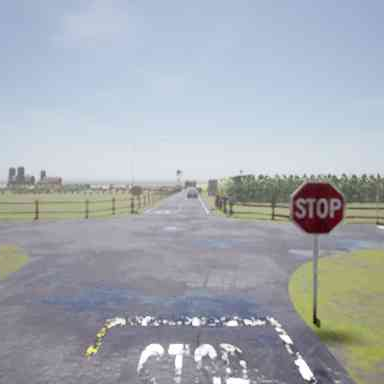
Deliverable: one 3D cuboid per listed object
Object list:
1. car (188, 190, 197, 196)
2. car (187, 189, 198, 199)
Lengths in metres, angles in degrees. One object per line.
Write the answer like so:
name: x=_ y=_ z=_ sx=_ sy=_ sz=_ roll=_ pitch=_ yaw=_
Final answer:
car: x=0.107 y=0.201 z=74.404 sx=2.033 sy=1.411 sz=5.357 roll=0 pitch=1 yaw=0
car: x=0.093 y=0.345 z=64.370 sx=2.097 sy=1.767 sz=4.553 roll=0 pitch=1 yaw=0
